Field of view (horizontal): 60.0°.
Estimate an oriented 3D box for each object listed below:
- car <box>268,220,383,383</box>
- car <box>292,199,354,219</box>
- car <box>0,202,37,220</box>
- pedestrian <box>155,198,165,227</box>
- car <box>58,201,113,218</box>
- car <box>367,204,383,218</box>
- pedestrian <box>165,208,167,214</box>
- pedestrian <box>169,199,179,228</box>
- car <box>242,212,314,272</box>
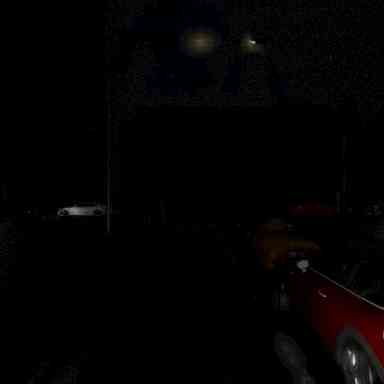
[{"bbox_3d":[2.641,1.441,4.989,1.967,1.590,4.097,0,0,0],"label":"car"},{"bbox_3d":[10.428,1.326,26.574,4.553,1.767,2.097,0,0,0],"label":"car"},{"bbox_3d":[-15.010,1.499,26.490,5.008,1.535,1.882,0,0,0],"label":"car"},{"bbox_3d":[-2.003,1.149,20.202,0.375,1.860,0.375,0,0,0],"label":"pedestrian"},{"bbox_3d":[-9.435,1.558,29.460,4.674,1.442,1.812,0,0,0],"label":"car"},{"bbox_3d":[17.653,1.334,29.548,4.553,1.767,2.097,0,0,0],"label":"car"},{"bbox_3d":[-1.914,1.303,21.707,0.375,1.860,0.375,0,0,0],"label":"pedestrian"},{"bbox_3d":[-1.157,1.301,20.913,0.375,1.860,0.375,0,0,0],"label":"pedestrian"},{"bbox_3d":[2.638,1.529,10.597,1.752,1.417,4.829,0,0,0],"label":"car"}]
